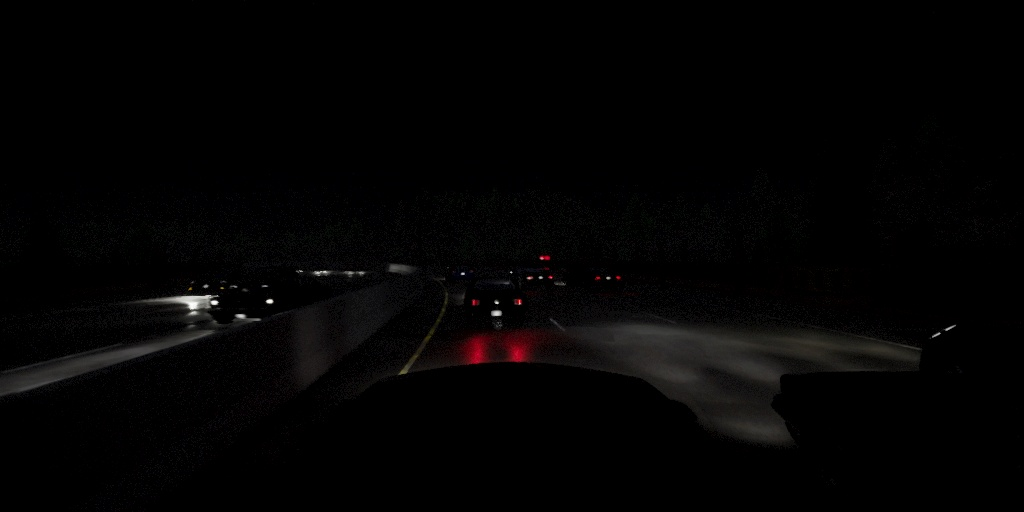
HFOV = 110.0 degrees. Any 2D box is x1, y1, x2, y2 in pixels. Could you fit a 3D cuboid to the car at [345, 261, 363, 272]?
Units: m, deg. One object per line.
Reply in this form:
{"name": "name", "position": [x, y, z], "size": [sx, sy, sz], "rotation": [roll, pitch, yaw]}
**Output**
{"name": "car", "position": [-23.126, 1.502, 52.549], "size": [1.812, 1.442, 4.674], "rotation": [0, 0, -34]}

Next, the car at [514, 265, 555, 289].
{"name": "car", "position": [1.097, 1.292, 22.906], "size": [2.033, 1.411, 5.357], "rotation": [0, 0, -13]}

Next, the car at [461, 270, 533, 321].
{"name": "car", "position": [-0.699, 1.351, 12.463], "size": [1.895, 1.301, 4.718], "rotation": [0, 0, -7]}

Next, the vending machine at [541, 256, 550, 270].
{"name": "vending machine", "position": [4.460, 0.935, 48.420], "size": [1.100, 2.100, 0.880], "rotation": [0, 0, -25]}

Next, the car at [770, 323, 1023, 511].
{"name": "car", "position": [3.482, 1.337, 1.366], "size": [1.895, 1.301, 4.718], "rotation": [0, 0, 0]}

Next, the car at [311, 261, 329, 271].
{"name": "car", "position": [-30.098, 1.552, 56.131], "size": [2.128, 1.511, 4.902], "rotation": [0, 0, -38]}

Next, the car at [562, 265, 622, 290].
{"name": "car", "position": [4.814, 1.272, 22.230], "size": [2.033, 1.411, 5.357], "rotation": [0, 0, -12]}

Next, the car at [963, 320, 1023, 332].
{"name": "car", "position": [6.895, 1.074, 3.193], "size": [2.097, 1.767, 4.553], "rotation": [0, 0, -1]}

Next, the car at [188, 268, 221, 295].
{"name": "car", "position": [-16.620, 1.406, 20.828], "size": [1.994, 1.385, 4.181], "rotation": [0, 0, -15]}

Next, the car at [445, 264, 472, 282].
{"name": "car", "position": [-4.359, 1.345, 29.594], "size": [1.994, 1.385, 4.181], "rotation": [0, 0, -16]}

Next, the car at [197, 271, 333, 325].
{"name": "car", "position": [-7.910, 1.385, 12.281], "size": [1.895, 1.301, 4.718], "rotation": [0, 0, -7]}

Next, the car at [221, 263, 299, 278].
{"name": "car", "position": [-12.543, 1.319, 18.626], "size": [1.837, 1.490, 4.892], "rotation": [0, 0, -12]}
